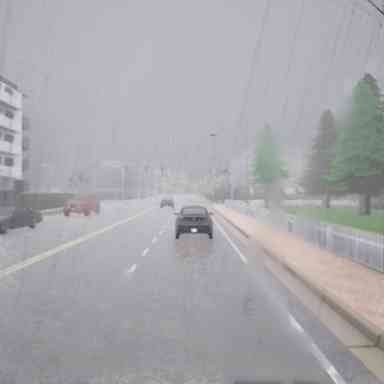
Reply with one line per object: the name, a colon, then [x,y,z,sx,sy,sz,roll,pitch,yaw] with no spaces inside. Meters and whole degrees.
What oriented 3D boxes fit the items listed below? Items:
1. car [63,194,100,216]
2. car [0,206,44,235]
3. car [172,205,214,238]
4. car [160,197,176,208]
car: [-10.569,1.229,32.342,2.150,2.045,5.566,0,0,0]
car: [-10.659,1.551,19.327,2.033,1.411,5.357,0,0,2]
car: [0.105,1.508,17.814,1.837,1.490,4.892,0,0,0]
car: [-3.480,1.514,47.519,1.837,1.490,4.892,0,0,0]
